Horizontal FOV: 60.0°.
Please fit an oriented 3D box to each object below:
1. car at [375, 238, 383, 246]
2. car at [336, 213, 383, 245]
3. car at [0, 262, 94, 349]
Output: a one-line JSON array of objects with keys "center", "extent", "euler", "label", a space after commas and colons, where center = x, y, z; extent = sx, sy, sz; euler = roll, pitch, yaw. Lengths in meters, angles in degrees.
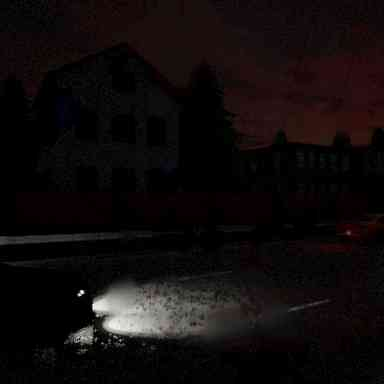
[{"center": [6.186, 1.718, 7.174], "extent": [4.181, 1.385, 1.994], "euler": [1, -2, -31], "label": "car"}, {"center": [9.752, 1.863, 17.509], "extent": [5.008, 1.535, 1.882], "euler": [1, -2, -31], "label": "car"}, {"center": [-3.756, 1.708, 5.252], "extent": [4.181, 1.385, 1.994], "euler": [1, -2, -31], "label": "car"}]
